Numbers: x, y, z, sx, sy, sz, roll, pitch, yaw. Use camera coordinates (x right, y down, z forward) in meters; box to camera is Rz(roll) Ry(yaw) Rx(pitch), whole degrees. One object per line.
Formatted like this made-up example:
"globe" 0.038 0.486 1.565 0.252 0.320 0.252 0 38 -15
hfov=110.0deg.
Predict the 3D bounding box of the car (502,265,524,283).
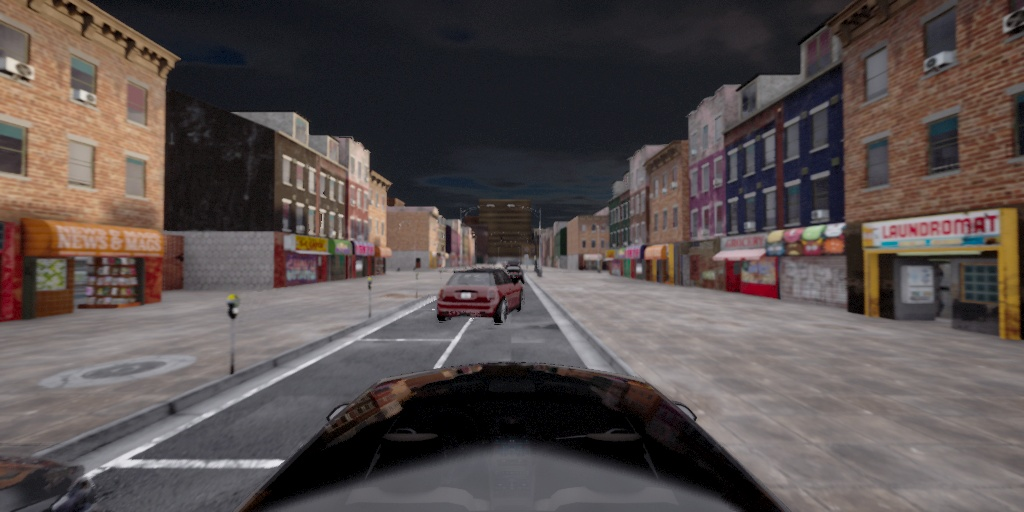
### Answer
"car" 0.113 1.583 32.405 1.837 1.490 4.892 0 -1 0

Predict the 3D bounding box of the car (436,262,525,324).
"car" -0.922 1.211 12.688 2.097 1.767 4.553 0 -1 12
